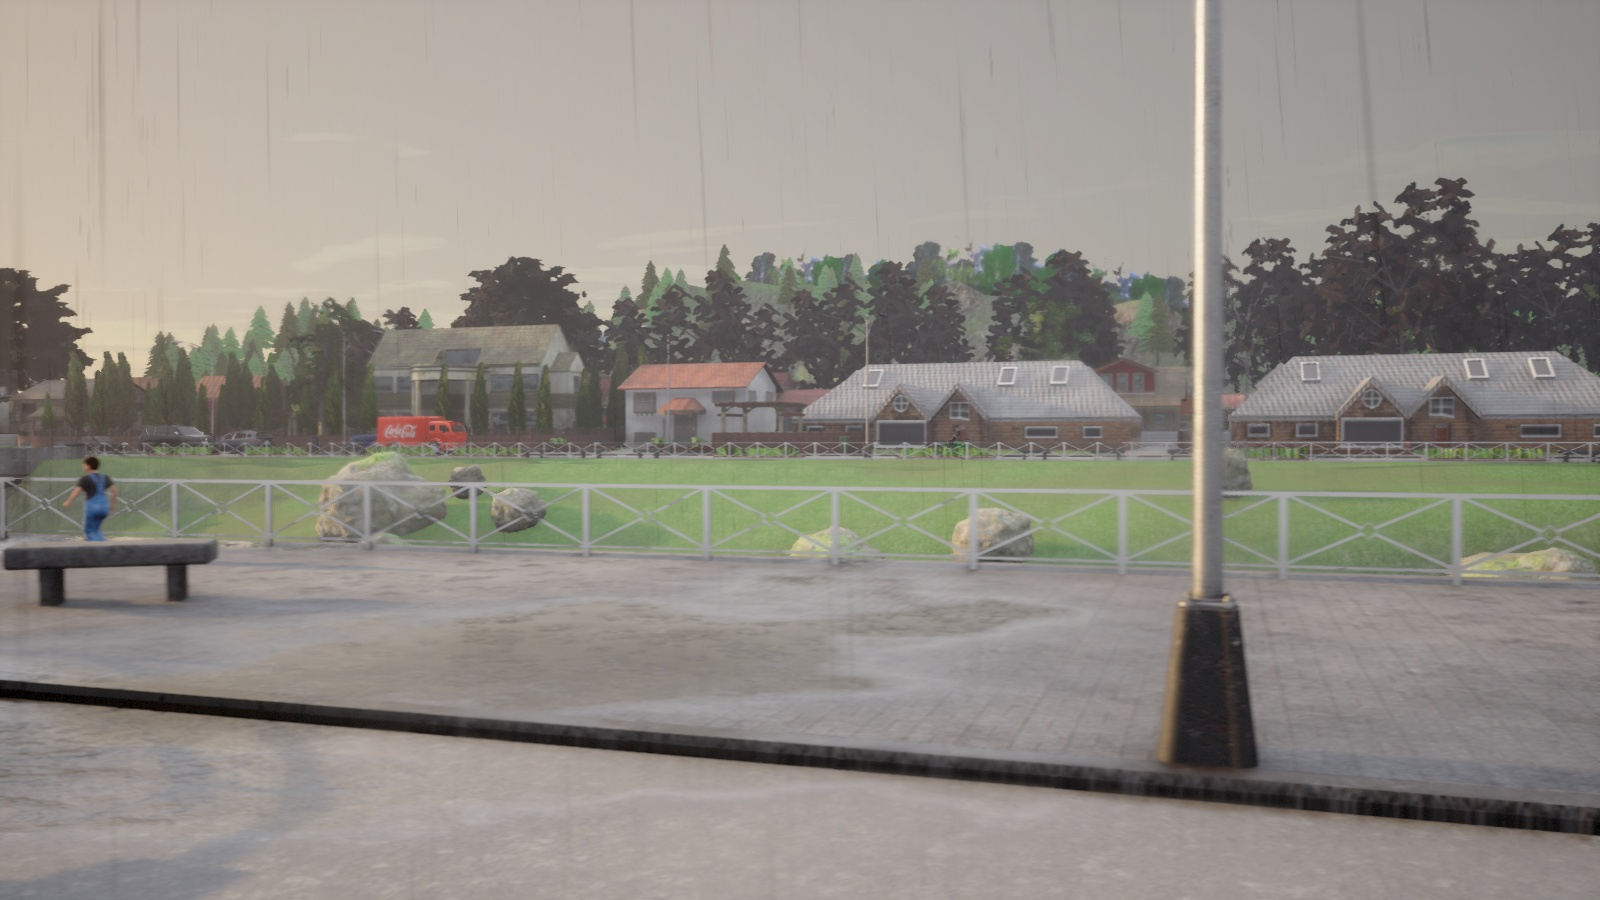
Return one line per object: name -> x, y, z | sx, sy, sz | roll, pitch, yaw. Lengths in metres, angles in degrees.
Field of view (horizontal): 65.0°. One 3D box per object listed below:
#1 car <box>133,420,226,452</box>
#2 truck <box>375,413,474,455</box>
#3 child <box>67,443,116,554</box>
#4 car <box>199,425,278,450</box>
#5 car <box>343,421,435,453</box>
car -> -40.737, -0.929, 82.480 | 5.566, 2.045, 2.150 | 1, 1, 19
truck -> -22.867, -0.971, 76.460 | 5.204, 2.467, 2.627 | 1, 1, 19
child -> -8.229, 0.552, 14.589 | 0.437, 1.263, 0.270 | 1, 1, 20
car -> -38.425, -0.850, 85.924 | 4.611, 1.667, 2.242 | 1, 1, 19
car -> -26.838, -0.869, 82.021 | 5.566, 2.045, 2.150 | 1, 1, 19
